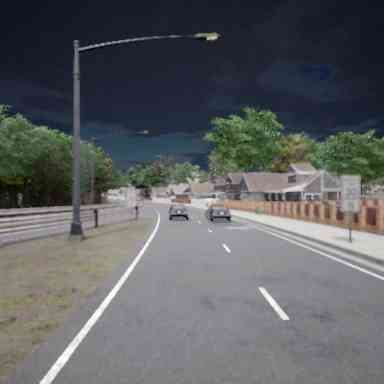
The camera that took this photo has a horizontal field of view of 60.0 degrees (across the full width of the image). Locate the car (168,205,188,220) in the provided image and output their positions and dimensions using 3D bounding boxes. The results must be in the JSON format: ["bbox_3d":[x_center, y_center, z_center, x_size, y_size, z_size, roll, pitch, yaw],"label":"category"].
[{"bbox_3d":[-1.415,1.969,33.468,2.033,1.411,5.357,0,-1,-5],"label":"car"}]

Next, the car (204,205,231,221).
[{"bbox_3d":[2.325,1.915,30.760,2.033,1.411,5.357,0,-1,-5],"label":"car"}]
